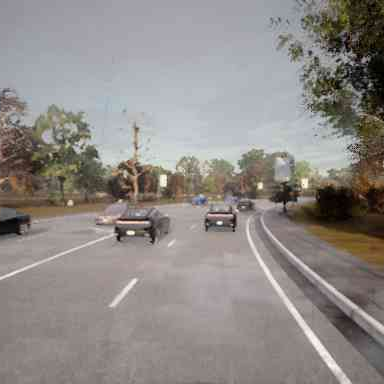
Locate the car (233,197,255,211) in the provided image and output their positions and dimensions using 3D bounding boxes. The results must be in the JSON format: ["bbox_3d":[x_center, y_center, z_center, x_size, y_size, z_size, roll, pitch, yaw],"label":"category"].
[{"bbox_3d":[6.851,1.556,41.983,1.837,1.490,4.892,0,0,17],"label":"car"}]

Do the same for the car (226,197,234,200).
[{"bbox_3d":[7.579,1.601,63.375,1.812,1.442,4.674,0,0,26],"label":"car"}]

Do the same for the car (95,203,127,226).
[{"bbox_3d":[-5.043,1.518,23.094,1.812,1.442,4.674,0,0,9],"label":"car"}]

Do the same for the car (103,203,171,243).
[{"bbox_3d":[-2.274,1.492,16.268,2.128,1.511,4.902,0,0,7],"label":"car"}]

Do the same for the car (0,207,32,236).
[{"bbox_3d":[-9.605,1.451,15.526,1.882,1.535,5.008,0,0,7],"label":"car"}]

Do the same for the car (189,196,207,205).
[{"bbox_3d":[1.041,1.498,57.231,1.882,1.535,5.008,0,0,22],"label":"car"}]

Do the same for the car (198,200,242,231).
[{"bbox_3d":[1.880,1.511,20.762,2.128,1.511,4.902,0,0,9],"label":"car"}]
